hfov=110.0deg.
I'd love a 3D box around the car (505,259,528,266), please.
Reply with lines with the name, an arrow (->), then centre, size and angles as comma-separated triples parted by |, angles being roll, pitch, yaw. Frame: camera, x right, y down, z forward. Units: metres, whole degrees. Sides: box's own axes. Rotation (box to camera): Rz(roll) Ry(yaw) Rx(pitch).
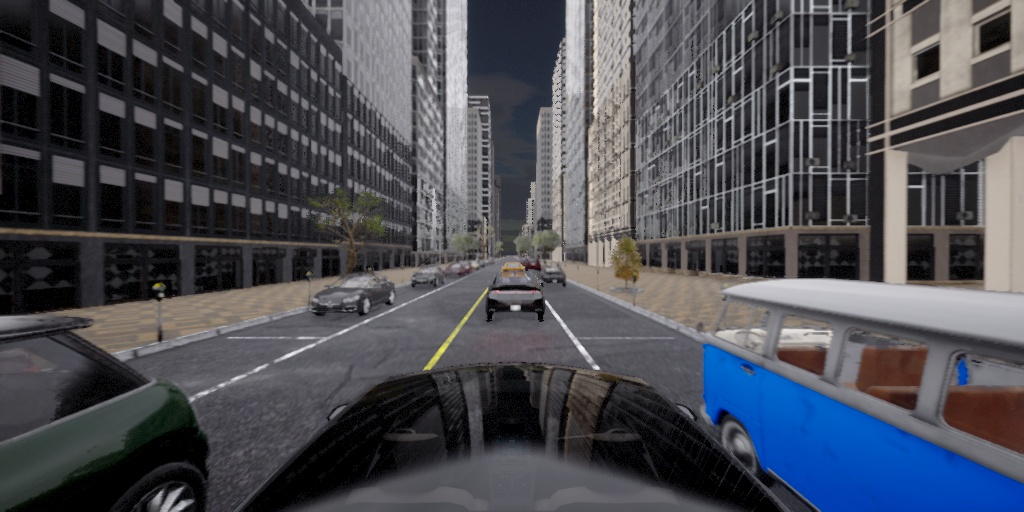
car -> 0.110, 1.292, 30.393 | 1.882, 1.535, 5.008 | 0, 0, 0

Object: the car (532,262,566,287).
car -> 2.696, 1.352, 24.743 | 2.007, 1.370, 4.403 | 0, 0, 0

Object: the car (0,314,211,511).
car -> -3.099, 1.099, 0.478 | 2.097, 1.767, 4.553 | 0, 0, 0

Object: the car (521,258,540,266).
car -> 2.702, 1.166, 47.478 | 2.192, 1.841, 5.009 | 0, 0, 0

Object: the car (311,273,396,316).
car -> -5.688, 1.326, 13.378 | 2.007, 1.370, 4.403 | 0, 0, 0

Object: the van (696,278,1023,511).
van -> 2.690, 1.092, 2.009 | 1.690, 1.789, 3.998 | 0, 0, 0

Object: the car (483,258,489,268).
car -> -5.674, 1.453, 64.531 | 1.948, 1.339, 4.313 | 0, 0, 0

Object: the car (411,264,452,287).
car -> -5.685, 1.352, 24.745 | 2.007, 1.370, 4.403 | 0, 0, 0

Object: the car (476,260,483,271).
car -> -5.677, 1.389, 52.994 | 1.751, 1.417, 4.829 | 0, 0, 0

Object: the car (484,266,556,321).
car -> 0.103, 1.266, 12.645 | 2.128, 1.511, 4.902 | 0, 0, 0

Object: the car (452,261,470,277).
car -> -5.682, 1.408, 36.112 | 1.802, 1.307, 4.207 | 0, 0, 0

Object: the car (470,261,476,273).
car -> -5.680, 1.278, 41.796 | 1.967, 1.591, 4.097 | 0, 0, 0
